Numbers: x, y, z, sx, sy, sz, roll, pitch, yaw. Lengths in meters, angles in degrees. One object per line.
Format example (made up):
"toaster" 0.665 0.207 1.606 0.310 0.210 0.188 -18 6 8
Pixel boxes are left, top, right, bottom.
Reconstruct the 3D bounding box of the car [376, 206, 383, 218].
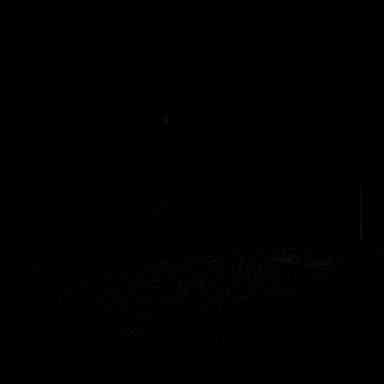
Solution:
"car" 18.552 1.858 30.958 1.947 1.339 4.313 1 -1 -35
